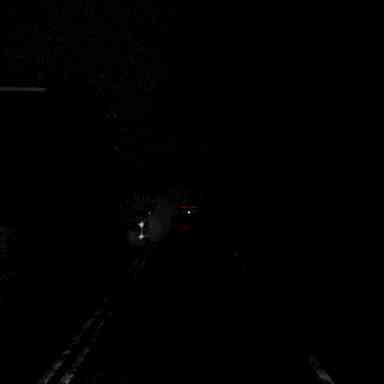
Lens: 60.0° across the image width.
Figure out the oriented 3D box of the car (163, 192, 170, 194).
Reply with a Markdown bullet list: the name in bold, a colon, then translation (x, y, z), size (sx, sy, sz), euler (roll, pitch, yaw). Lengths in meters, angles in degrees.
- **car**: translation (-4.846, 0.735, 63.251), size (1.837, 1.490, 4.892), euler (0, 1, -2)

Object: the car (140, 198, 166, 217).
- **car**: translation (-3.779, 1.569, 31.515), size (1.895, 1.301, 4.718), euler (0, 0, -1)

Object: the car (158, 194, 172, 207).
- **car**: translation (-4.288, 1.366, 47.902), size (1.812, 1.442, 4.674), euler (0, 1, -2)

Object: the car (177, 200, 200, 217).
- **car**: translation (-0.324, 1.476, 31.146), size (1.837, 1.490, 4.892), euler (0, 0, -1)
